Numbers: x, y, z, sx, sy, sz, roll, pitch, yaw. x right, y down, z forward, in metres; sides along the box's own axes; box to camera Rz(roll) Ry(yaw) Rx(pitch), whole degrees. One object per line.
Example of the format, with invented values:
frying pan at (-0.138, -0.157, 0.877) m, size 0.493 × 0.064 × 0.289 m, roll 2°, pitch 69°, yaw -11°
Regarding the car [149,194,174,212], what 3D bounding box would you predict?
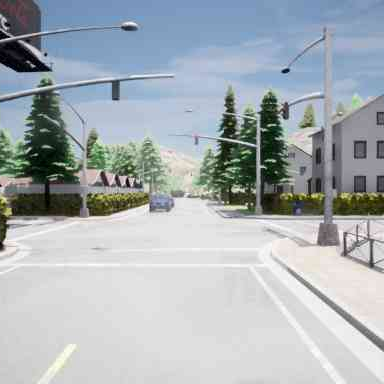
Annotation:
car at (-3.611, 1.223, 38.433) m, size 2.150 × 2.045 × 5.566 m, roll 0°, pitch 0°, yaw 0°
